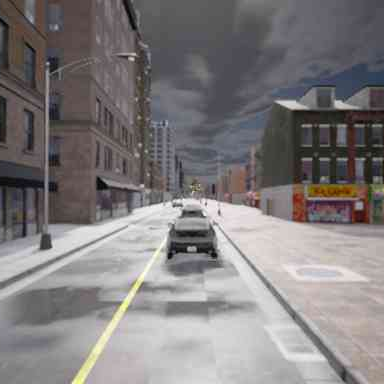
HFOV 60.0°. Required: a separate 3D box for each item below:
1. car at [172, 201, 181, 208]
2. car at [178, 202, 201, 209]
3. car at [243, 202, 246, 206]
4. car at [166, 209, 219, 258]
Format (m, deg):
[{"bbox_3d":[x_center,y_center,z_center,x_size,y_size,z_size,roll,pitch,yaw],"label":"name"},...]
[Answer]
[{"bbox_3d":[-2.780,2.441,65.009,1.994,1.385,4.181,0,-1,0],"label":"car"},{"bbox_3d":[0.017,1.848,28.506,1.837,1.490,4.892,0,0,0],"label":"car"},{"bbox_3d":[16.357,3.128,93.084,4.097,1.590,1.967,1,-2,0],"label":"car"},{"bbox_3d":[0.020,1.659,13.510,1.837,1.490,4.892,0,0,1],"label":"car"}]
